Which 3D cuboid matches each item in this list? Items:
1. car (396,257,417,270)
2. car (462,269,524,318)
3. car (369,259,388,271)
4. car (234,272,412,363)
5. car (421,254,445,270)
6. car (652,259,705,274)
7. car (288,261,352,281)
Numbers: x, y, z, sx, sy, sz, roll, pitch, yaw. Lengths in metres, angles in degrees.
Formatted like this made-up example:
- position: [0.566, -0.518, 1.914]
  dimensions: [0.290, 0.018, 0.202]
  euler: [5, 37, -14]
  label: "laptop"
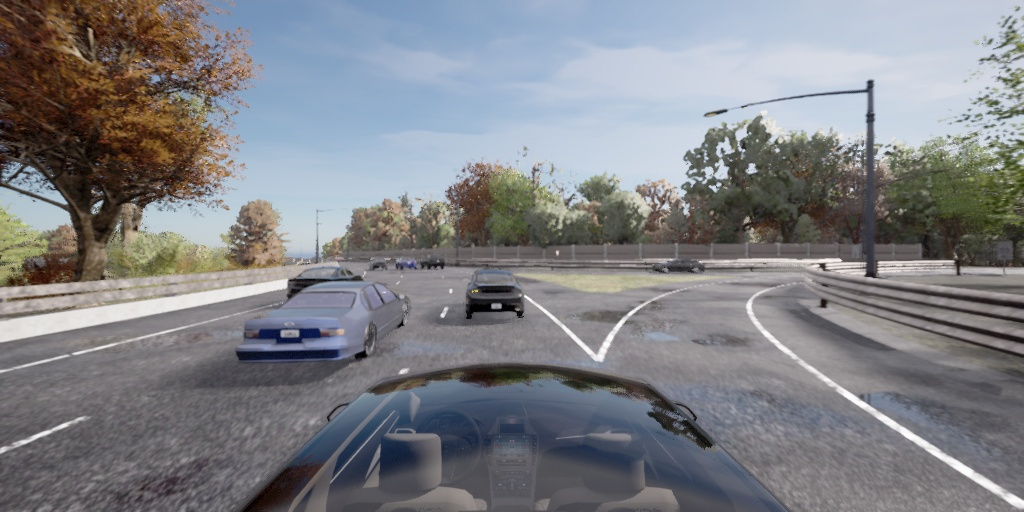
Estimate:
- position: [-14.349, 0.920, 48.474]
  dimensions: [2.097, 1.767, 4.553]
  euler: [0, 0, -28]
  label: "car"
- position: [-0.696, 1.202, 12.816]
  dimensions: [1.837, 1.490, 4.892]
  euler: [0, 0, -6]
  label: "car"
- position: [-17.561, 1.094, 47.070]
  dimensions: [1.837, 1.490, 4.892]
  euler: [0, 1, -28]
  label: "car"
- position: [-3.729, 1.278, 8.239]
  dimensions: [2.033, 1.411, 5.357]
  euler: [0, 0, -4]
  label: "car"
- position: [-10.961, 0.774, 49.540]
  dimensions: [2.150, 2.045, 5.566]
  euler: [0, 0, -28]
  label: "car"
- position: [16.838, 1.035, 36.317]
  dimensions: [4.892, 1.490, 1.837]
  euler: [0, 0, 9]
  label: "car"
- position: [-8.187, 1.185, 16.160]
  dimensions: [1.882, 1.535, 5.008]
  euler: [0, 0, -8]
  label: "car"
